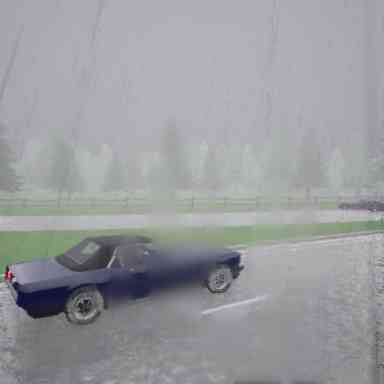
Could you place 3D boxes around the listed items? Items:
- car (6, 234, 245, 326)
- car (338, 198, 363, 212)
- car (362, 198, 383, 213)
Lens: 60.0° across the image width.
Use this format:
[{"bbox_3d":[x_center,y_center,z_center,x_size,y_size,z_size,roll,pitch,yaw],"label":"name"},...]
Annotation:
[{"bbox_3d":[-1.150,1.570,7.007,4.718,1.301,1.895,0,0,-35],"label":"car"},{"bbox_3d":[17.702,1.329,34.823,4.718,1.301,1.895,0,0,-20],"label":"car"},{"bbox_3d":[19.016,1.340,31.579,4.718,1.301,1.895,0,0,-20],"label":"car"}]
